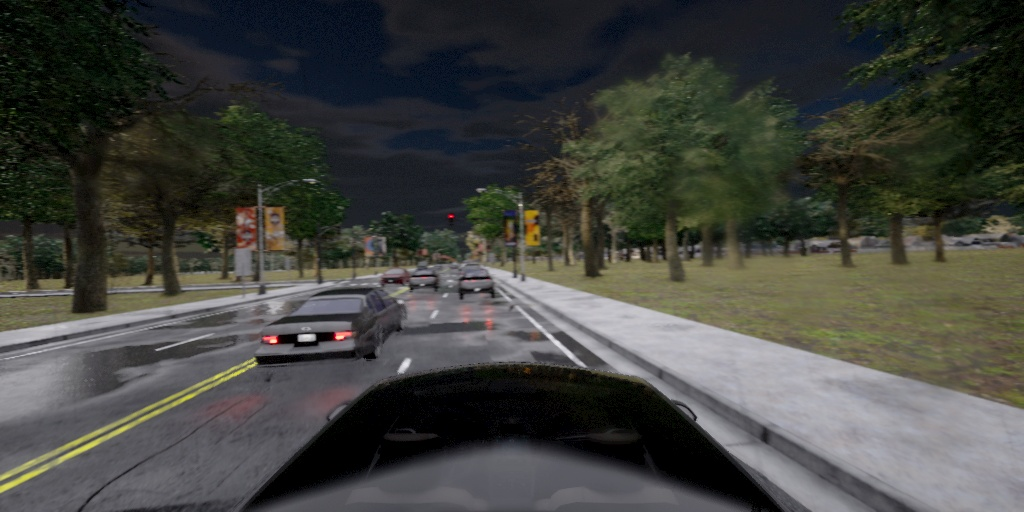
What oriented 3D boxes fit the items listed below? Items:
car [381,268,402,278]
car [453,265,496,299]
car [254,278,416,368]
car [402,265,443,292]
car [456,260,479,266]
[{"bbox_3d":[-10.162,1.808,31.618,1.882,1.535,5.008,-2,-1,-7],"label":"car"},{"bbox_3d":[-1.977,1.449,19.727,2.128,1.511,4.902,-2,0,-7],"label":"car"},{"bbox_3d":[-3.831,1.480,8.628,2.033,1.411,5.357,-2,0,-7],"label":"car"},{"bbox_3d":[-5.889,1.621,24.706,2.128,1.511,4.902,-2,0,-7],"label":"car"},{"bbox_3d":[-3.325,1.436,29.936,2.097,1.767,4.553,-2,0,-7],"label":"car"}]
